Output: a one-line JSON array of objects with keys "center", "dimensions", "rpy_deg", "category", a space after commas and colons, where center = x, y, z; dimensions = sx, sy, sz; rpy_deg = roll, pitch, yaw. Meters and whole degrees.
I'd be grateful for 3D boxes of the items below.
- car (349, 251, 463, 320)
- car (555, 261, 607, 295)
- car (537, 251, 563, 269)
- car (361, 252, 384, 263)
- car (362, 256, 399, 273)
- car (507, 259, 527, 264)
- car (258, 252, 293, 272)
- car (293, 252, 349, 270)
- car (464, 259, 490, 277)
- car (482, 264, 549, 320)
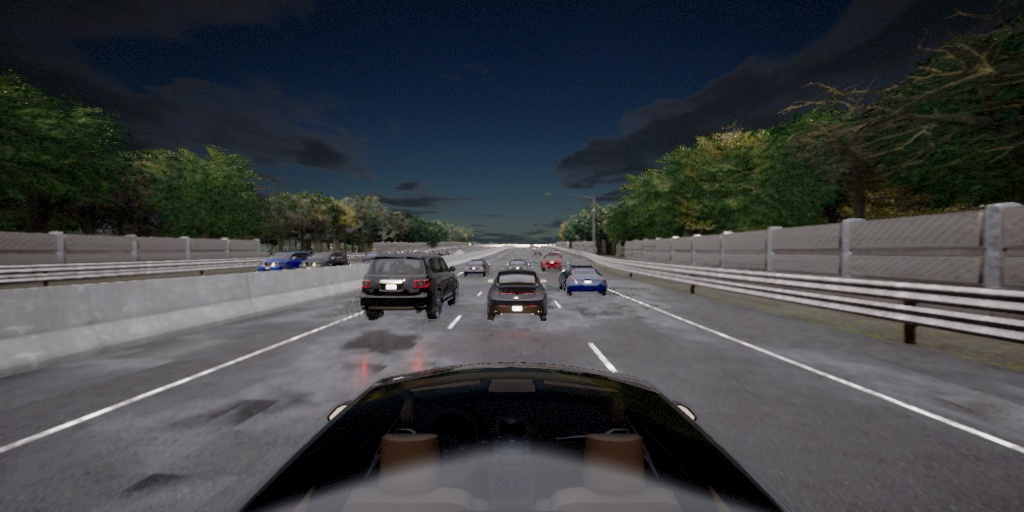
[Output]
[{"center": [-3.331, 0.931, 12.654], "dimensions": [2.150, 2.045, 5.566], "rpy_deg": [0, 0, 1], "category": "car"}, {"center": [3.626, 1.180, 18.910], "dimensions": [1.994, 1.385, 4.181], "rpy_deg": [0, 1, 1], "category": "car"}, {"center": [4.114, 0.607, 38.338], "dimensions": [2.097, 1.767, 4.553], "rpy_deg": [0, 1, 2], "category": "car"}, {"center": [-22.504, 0.226, 58.110], "dimensions": [1.882, 1.535, 5.008], "rpy_deg": [0, 2, 0], "category": "car"}, {"center": [-13.514, 0.774, 37.281], "dimensions": [1.882, 1.535, 5.008], "rpy_deg": [0, 1, 2], "category": "car"}, {"center": [0.513, 0.972, 31.501], "dimensions": [2.033, 1.411, 5.357], "rpy_deg": [0, 1, 2], "category": "car"}, {"center": [-20.646, 0.622, 33.125], "dimensions": [2.150, 2.045, 5.566], "rpy_deg": [0, 1, 2], "category": "car"}, {"center": [-17.142, 0.621, 33.072], "dimensions": [2.150, 2.045, 5.566], "rpy_deg": [0, 1, 2], "category": "car"}, {"center": [-2.995, 0.980, 31.242], "dimensions": [2.033, 1.411, 5.357], "rpy_deg": [0, 1, 1], "category": "car"}, {"center": [0.173, 1.216, 12.554], "dimensions": [1.837, 1.490, 4.892], "rpy_deg": [0, 0, 1], "category": "car"}]
